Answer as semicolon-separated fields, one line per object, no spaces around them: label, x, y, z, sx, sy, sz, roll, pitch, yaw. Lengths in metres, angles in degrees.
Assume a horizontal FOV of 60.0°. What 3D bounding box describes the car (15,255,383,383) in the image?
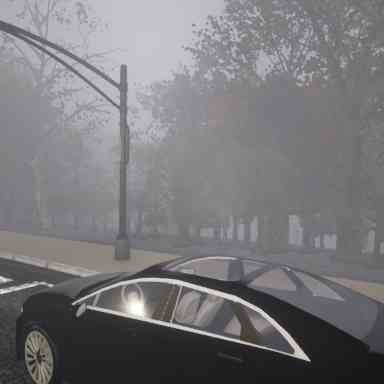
car;-0.017;1.491;3.712;4.902;1.511;2.128;0;0;34
